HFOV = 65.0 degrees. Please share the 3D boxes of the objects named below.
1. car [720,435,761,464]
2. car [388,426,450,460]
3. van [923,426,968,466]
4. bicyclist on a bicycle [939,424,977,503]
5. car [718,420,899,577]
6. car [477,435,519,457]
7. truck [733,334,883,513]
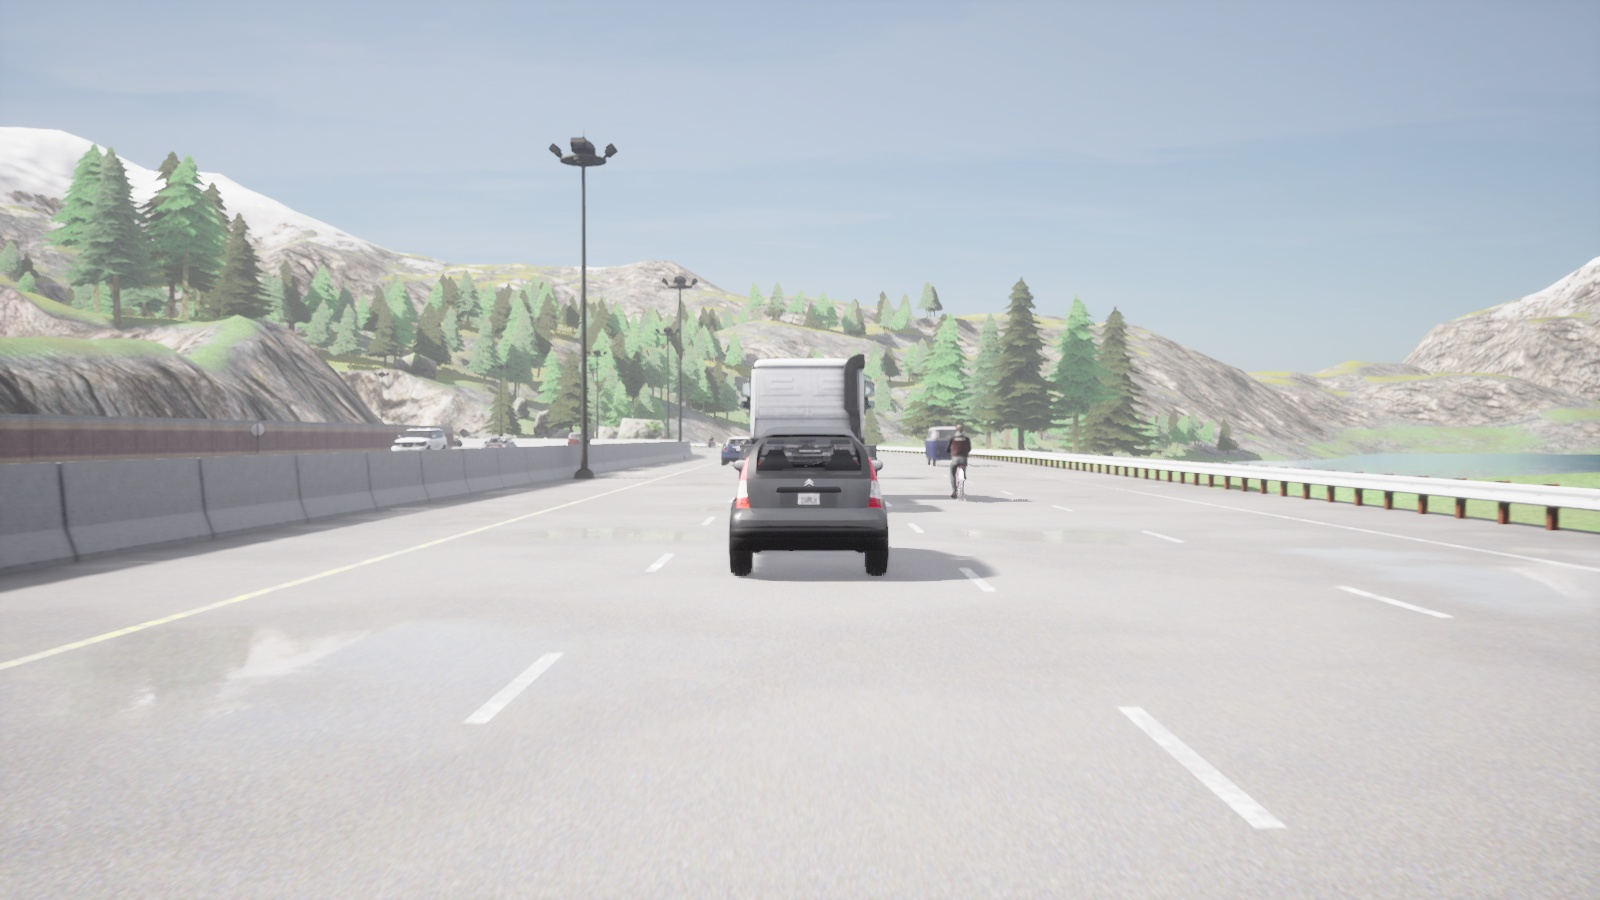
[{"bbox_3d":[-3.116,-0.037,66.359,1.970,1.475,3.806,0,1,0],"label":"car"},{"bbox_3d":[-24.037,-0.447,79.424,2.150,2.045,5.566,0,1,0],"label":"car"},{"bbox_3d":[7.369,-0.213,63.802,1.775,1.987,4.442,0,1,0],"label":"van"},{"bbox_3d":[3.678,0.290,29.299,0.659,1.776,1.843,0,1,0],"label":"bicyclist on a bicycle"},{"bbox_3d":[0.098,0.476,14.886,1.851,1.617,3.988,0,1,0],"label":"car"},{"bbox_3d":[-20.549,-0.267,85.638,1.970,1.475,3.806,0,1,-1],"label":"car"},{"bbox_3d":[0.171,-0.553,28.182,2.891,3.462,7.936,0,1,0],"label":"truck"}]
